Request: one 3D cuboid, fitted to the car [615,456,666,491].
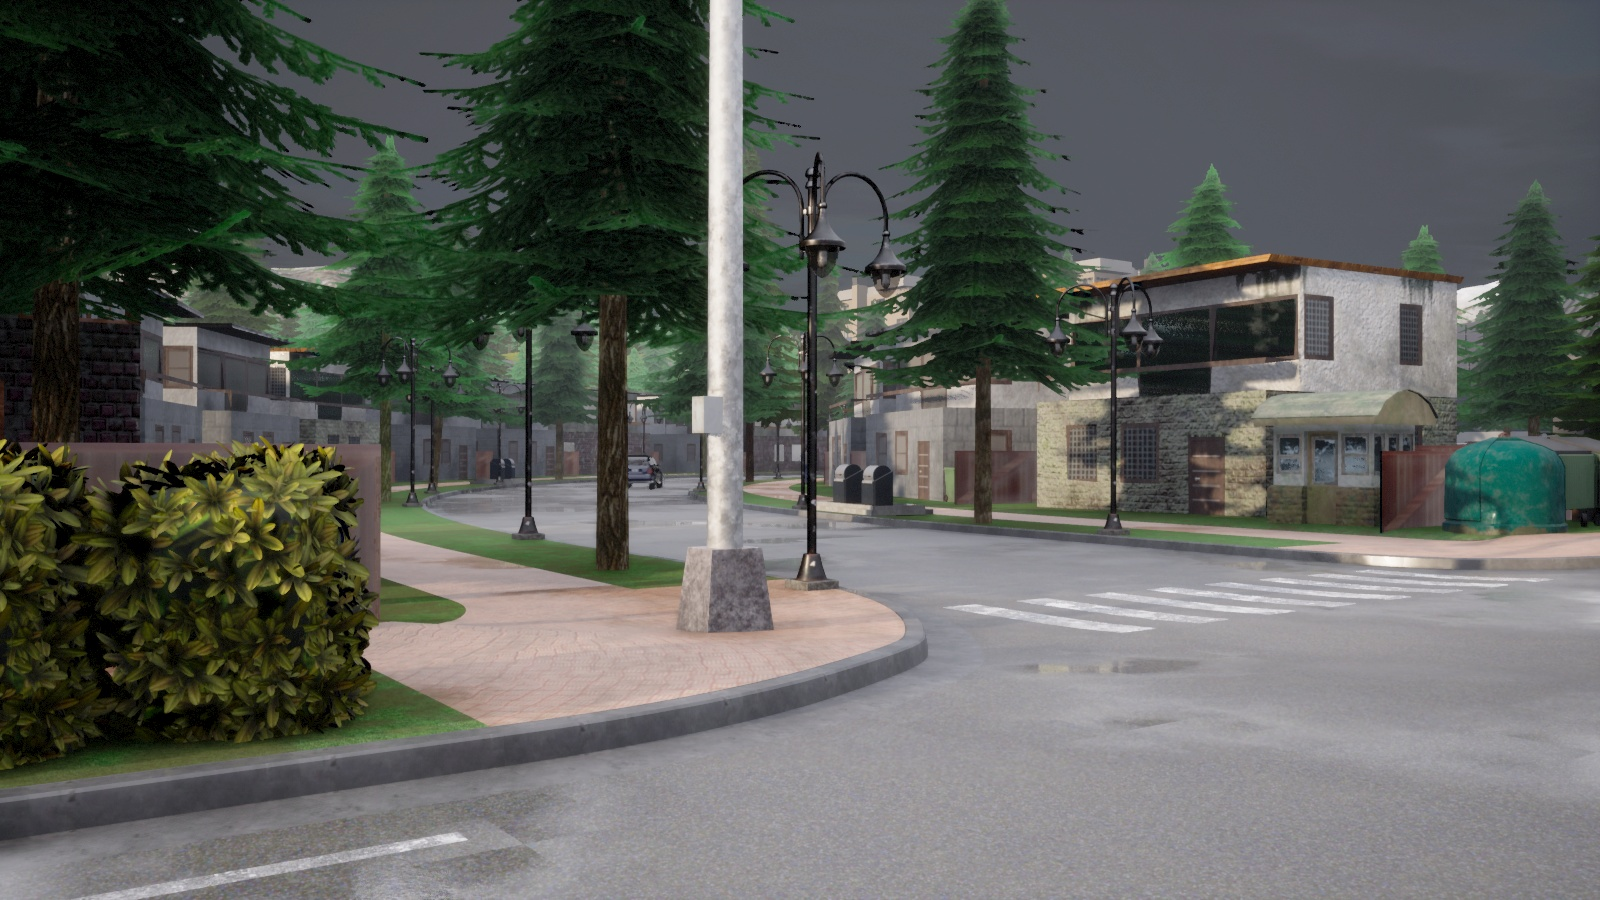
[{"bbox_3d":[-7.243,1.036,57.264,1.789,1.549,3.705,0,0,1],"label":"car"}]
